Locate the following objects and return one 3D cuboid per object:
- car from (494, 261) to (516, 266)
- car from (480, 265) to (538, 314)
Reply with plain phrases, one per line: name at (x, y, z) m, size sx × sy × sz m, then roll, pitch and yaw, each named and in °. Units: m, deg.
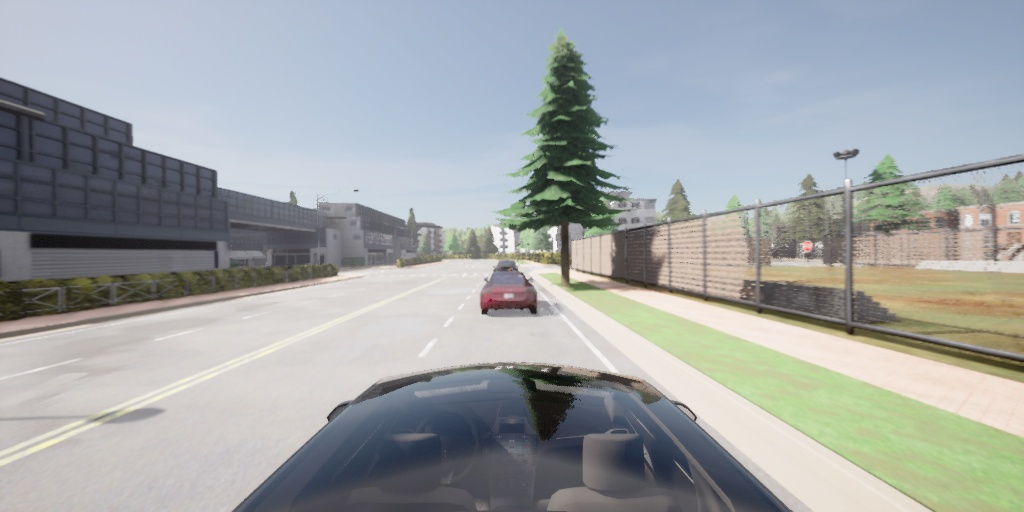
car at (-0.411, 1.090, 27.364) m, size 1.837 × 1.490 × 4.892 m, roll -1°, pitch 0°, yaw -1°
car at (-0.130, 1.238, 13.489) m, size 1.994 × 1.385 × 4.181 m, roll -1°, pitch 0°, yaw -1°
